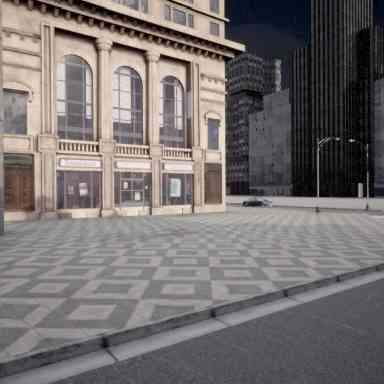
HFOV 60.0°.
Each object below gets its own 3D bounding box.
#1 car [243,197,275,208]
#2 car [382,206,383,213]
[{"bbox_3d":[8.776,1.430,44.017,1.812,1.442,4.674,-1,1,-34],"label":"car"},{"bbox_3d":[18.999,1.482,28.784,1.812,1.442,4.674,0,0,-31],"label":"car"}]
